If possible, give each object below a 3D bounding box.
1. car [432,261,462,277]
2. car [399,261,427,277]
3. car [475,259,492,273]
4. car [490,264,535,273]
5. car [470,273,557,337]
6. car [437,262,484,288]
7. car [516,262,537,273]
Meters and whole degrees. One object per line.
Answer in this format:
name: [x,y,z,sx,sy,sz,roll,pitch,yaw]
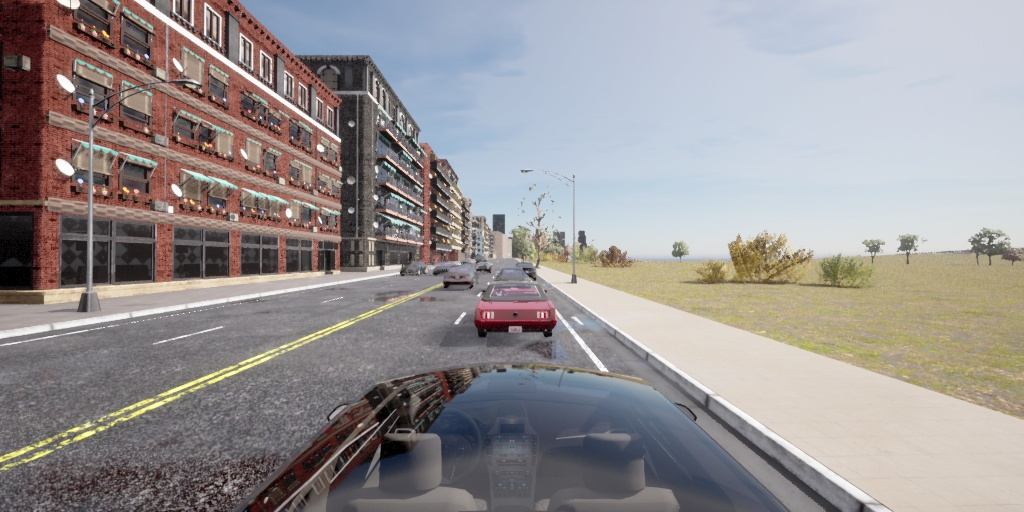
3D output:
car: [-6.715,1.301,36.598,2.033,1.411,5.357,0,0,0]
car: [-9.965,1.258,36.517,1.837,1.490,4.892,0,0,0]
car: [-3.282,1.354,42.570,1.895,1.301,4.718,0,0,0]
car: [0.031,1.317,20.259,1.994,1.385,4.181,0,0,0]
car: [0.073,1.352,10.229,1.895,1.301,4.718,0,0,0]
car: [-3.234,1.301,23.566,2.033,1.411,5.357,0,0,0]
car: [1.044,1.259,30.254,1.837,1.490,4.892,0,0,0]
